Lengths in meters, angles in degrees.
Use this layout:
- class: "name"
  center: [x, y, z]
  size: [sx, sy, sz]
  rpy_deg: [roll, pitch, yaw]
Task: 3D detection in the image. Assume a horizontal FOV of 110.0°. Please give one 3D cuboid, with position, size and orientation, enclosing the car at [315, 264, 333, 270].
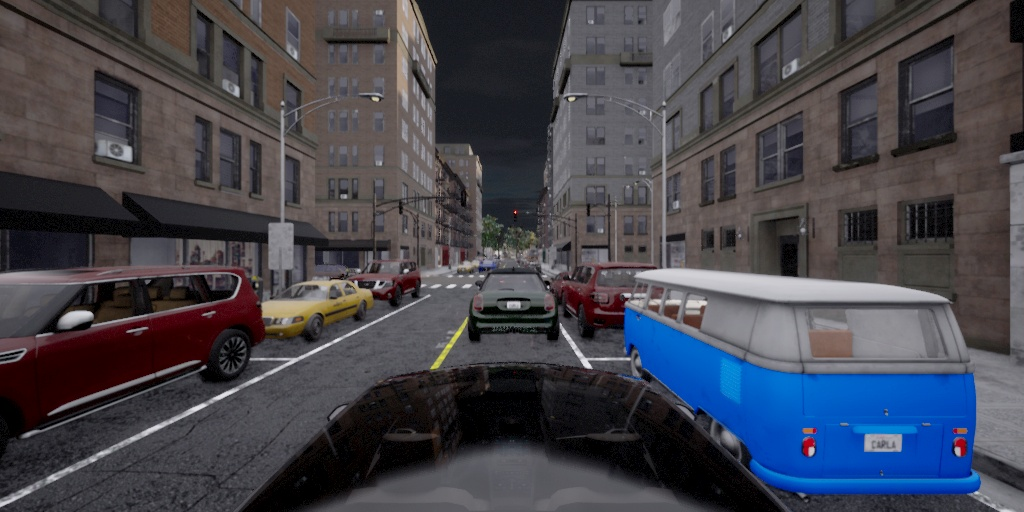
- class: "car"
  center: [-13.852, 1.336, 27.772]
  size: [5.357, 1.411, 2.033]
  rpy_deg: [0, 0, 3]

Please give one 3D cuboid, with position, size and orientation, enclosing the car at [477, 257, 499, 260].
- class: "car"
  center: [-2.896, 1.204, 42.999]
  size: [1.882, 1.535, 5.008]
  rpy_deg: [0, 0, 0]

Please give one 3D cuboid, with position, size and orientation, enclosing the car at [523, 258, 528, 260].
- class: "car"
  center: [2.585, 1.277, 42.764]
  size: [2.007, 1.370, 4.403]
  rpy_deg: [0, 0, 0]

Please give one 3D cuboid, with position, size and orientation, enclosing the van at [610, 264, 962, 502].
- class: "van"
  center: [2.635, 1.089, 4.398]
  size: [1.690, 1.789, 3.998]
  rpy_deg: [0, 0, 0]

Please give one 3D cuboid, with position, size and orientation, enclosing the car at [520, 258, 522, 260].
- class: "car"
  center: [2.571, 1.272, 53.727]
  size: [2.007, 1.370, 4.403]
  rpy_deg: [0, 0, 0]

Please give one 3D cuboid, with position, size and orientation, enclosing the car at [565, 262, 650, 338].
- class: "car"
  center: [2.628, 1.060, 10.076]
  size: [2.192, 1.841, 5.009]
  rpy_deg: [0, 0, 0]

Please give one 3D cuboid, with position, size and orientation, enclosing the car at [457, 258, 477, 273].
- class: "car"
  center: [-5.468, 1.252, 42.583]
  size: [1.751, 1.417, 4.829]
  rpy_deg: [0, 0, 0]

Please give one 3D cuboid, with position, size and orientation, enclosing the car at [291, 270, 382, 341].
- class: "car"
  center: [-5.409, 1.271, 9.897]
  size: [1.751, 1.417, 4.829]
  rpy_deg: [0, 0, 0]

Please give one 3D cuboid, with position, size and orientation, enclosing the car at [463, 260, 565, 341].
- class: "car"
  center: [0.024, 1.098, 10.011]
  size: [2.097, 1.767, 4.553]
  rpy_deg: [0, 0, 0]

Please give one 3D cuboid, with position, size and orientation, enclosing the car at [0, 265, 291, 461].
- class: "car"
  center: [-5.401, 1.063, 4.389]
  size: [2.192, 1.841, 5.009]
  rpy_deg: [0, 0, 0]

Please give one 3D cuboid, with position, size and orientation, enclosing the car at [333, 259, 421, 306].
- class: "car"
  center: [-5.418, 1.057, 15.746]
  size: [2.192, 1.841, 5.009]
  rpy_deg: [0, 0, 0]

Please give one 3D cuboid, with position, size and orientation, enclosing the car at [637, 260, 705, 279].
- class: "car"
  center: [13.594, 1.156, 30.923]
  size: [4.902, 1.511, 2.128]
  rpy_deg: [0, 0, 0]

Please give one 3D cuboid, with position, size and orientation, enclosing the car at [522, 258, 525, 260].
- class: "car"
  center: [2.578, 1.269, 48.245]
  size: [1.888, 1.381, 4.507]
  rpy_deg: [0, 0, 0]
